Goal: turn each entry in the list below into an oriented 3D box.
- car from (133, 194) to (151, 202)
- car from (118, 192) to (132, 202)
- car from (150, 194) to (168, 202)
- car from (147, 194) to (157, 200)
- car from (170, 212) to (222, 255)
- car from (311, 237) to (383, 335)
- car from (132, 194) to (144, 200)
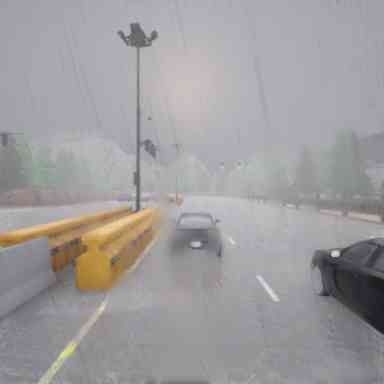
[{"bbox_3d":[-10.161,1.366,67.956,1.812,1.442,4.674,0,0,0],"label":"car"},{"bbox_3d":[-13.659,1.066,68.285,2.150,2.045,5.566,0,0,0],"label":"car"},{"bbox_3d":[-6.662,1.356,68.018,2.128,1.511,4.902,0,0,0],"label":"car"},{"bbox_3d":[-10.075,1.302,83.616,1.837,1.490,4.892,0,0,0],"label":"car"},{"bbox_3d":[0.142,1.505,12.999,1.812,1.442,4.674,0,0,0],"label":"car"},{"bbox_3d":[3.611,1.476,5.547,1.882,1.535,5.008,0,0,0],"label":"car"},{"bbox_3d":[-13.571,1.340,84.213,2.033,1.411,5.357,0,0,0],"label":"car"}]
